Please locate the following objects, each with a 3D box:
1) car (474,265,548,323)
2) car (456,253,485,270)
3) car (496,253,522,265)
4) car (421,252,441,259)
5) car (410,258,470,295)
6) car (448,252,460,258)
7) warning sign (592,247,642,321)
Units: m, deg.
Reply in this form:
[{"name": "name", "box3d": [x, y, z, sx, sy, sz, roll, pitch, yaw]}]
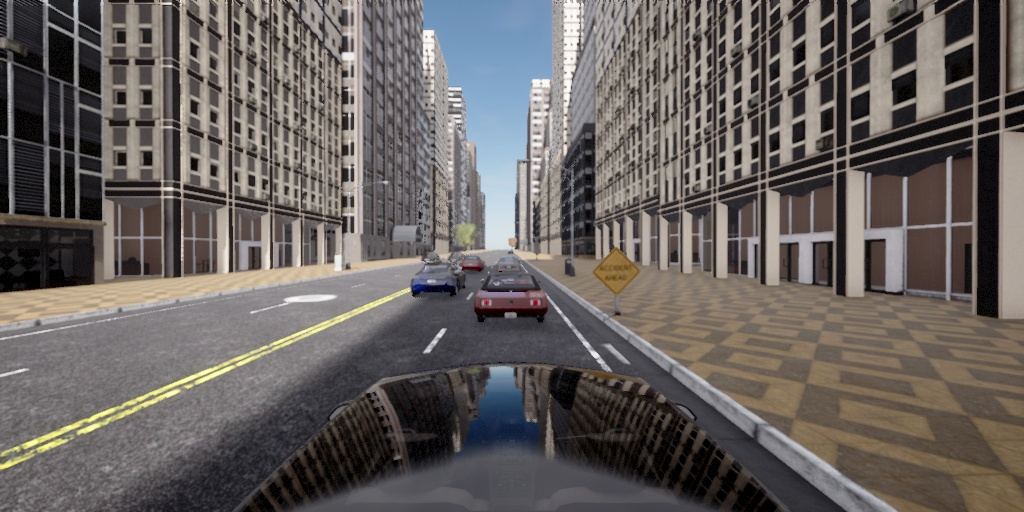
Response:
[{"name": "car", "box3d": [-0.036, 1.141, 11.152, 1.895, 1.301, 4.718, 0, 1, 0]}, {"name": "car", "box3d": [-3.531, 0.641, 32.303, 1.994, 1.385, 4.181, 0, 1, -1]}, {"name": "car", "box3d": [-0.233, 0.743, 26.814, 2.033, 1.411, 5.357, 0, 1, 0]}, {"name": "car", "box3d": [-10.383, 0.284, 46.004, 1.837, 1.490, 4.892, 0, 1, -1]}, {"name": "car", "box3d": [-3.335, 0.980, 16.839, 1.994, 1.385, 4.181, 0, 1, -1]}, {"name": "car", "box3d": [-7.134, 0.282, 46.050, 1.837, 1.490, 4.892, 0, 1, -1]}, {"name": "warning sign", "box3d": [2.774, 0.690, 9.500, 1.300, 1.860, 1.060, 0, 0, -1]}]
